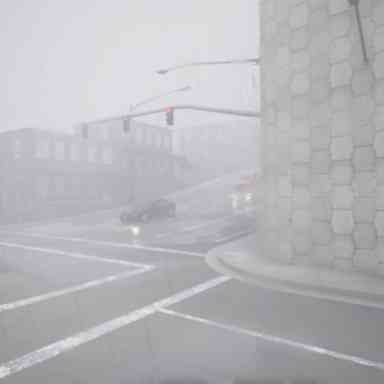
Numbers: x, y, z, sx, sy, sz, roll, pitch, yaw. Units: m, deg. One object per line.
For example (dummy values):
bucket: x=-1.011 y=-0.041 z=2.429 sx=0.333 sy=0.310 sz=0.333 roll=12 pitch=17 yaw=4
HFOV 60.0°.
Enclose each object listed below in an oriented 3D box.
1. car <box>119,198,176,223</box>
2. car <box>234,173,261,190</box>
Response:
car: x=-3.139 y=1.261 z=24.229 sx=1.837 sy=1.490 sz=4.892 roll=-1 pitch=6 yaw=35
car: x=6.480 y=-1.312 z=37.853 sx=1.882 sy=1.535 sz=5.008 roll=-1 pitch=12 yaw=35
